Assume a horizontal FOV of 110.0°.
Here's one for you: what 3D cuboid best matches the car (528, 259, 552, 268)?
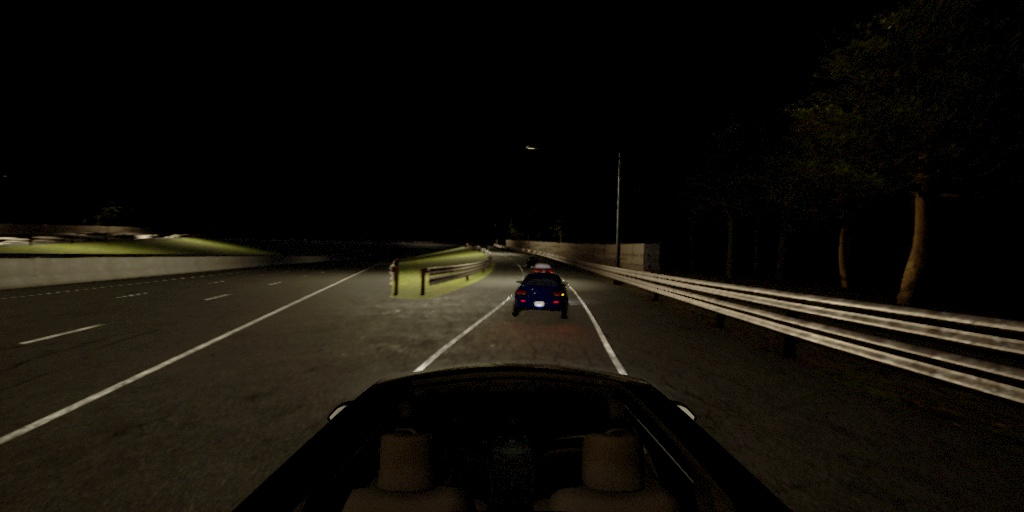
[{"bbox_3d":[2.768,1.353,33.163,2.033,1.411,5.357,1,1,2],"label":"car"}]

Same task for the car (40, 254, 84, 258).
[{"bbox_3d":[-42.115,0.503,33.409,1.812,1.442,4.674,1,0,-17],"label":"car"}]

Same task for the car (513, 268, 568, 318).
[{"bbox_3d":[1.111,1.353,13.426,1.812,1.442,4.674,2,-1,6],"label":"car"}]

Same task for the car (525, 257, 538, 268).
[{"bbox_3d":[2.851,0.869,49.156,1.837,1.490,4.892,2,2,-2],"label":"car"}]
